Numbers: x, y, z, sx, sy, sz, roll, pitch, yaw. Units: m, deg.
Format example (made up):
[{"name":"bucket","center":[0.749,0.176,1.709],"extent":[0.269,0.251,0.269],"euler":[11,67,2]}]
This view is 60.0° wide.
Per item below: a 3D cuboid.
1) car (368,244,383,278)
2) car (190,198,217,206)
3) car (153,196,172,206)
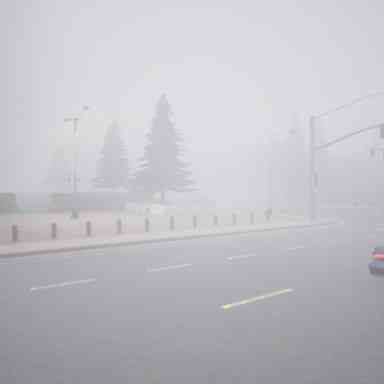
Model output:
[{"name":"car","center":[6.678,1.531,8.580],"extent":[5.357,1.411,2.033],"euler":[0,0,-35]},{"name":"car","center":[1.734,1.552,51.109],"extent":[1.895,1.301,4.718],"euler":[0,0,-35]},{"name":"car","center":[-5.200,1.434,54.814],"extent":[1.882,1.535,5.008],"euler":[0,0,-35]}]
